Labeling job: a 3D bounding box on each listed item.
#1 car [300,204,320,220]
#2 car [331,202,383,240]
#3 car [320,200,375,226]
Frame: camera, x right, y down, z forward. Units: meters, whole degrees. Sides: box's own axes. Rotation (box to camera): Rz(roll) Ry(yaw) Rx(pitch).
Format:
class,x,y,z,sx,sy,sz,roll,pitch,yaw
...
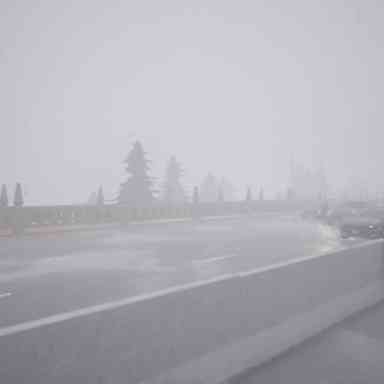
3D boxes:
class,x,y,z,sx,sy,sz,roll,pitch,yaw
car,10.626,1.595,26.559,4.718,1.301,1.895,0,0,-40
car,8.985,1.461,16.026,5.008,1.535,1.882,0,0,-40
car,10.892,1.337,22.207,4.553,1.767,2.097,0,0,-40
